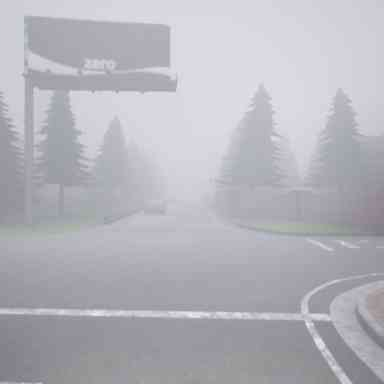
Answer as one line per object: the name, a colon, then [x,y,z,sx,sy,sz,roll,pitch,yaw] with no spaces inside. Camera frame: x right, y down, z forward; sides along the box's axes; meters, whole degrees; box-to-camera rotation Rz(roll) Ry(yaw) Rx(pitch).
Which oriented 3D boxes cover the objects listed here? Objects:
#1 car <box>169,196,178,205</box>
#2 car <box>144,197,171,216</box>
car: [-3.346,1.386,57.228,2.033,1.411,5.357,0,0,0]
car: [-3.412,1.474,32.338,1.812,1.442,4.674,0,0,0]
